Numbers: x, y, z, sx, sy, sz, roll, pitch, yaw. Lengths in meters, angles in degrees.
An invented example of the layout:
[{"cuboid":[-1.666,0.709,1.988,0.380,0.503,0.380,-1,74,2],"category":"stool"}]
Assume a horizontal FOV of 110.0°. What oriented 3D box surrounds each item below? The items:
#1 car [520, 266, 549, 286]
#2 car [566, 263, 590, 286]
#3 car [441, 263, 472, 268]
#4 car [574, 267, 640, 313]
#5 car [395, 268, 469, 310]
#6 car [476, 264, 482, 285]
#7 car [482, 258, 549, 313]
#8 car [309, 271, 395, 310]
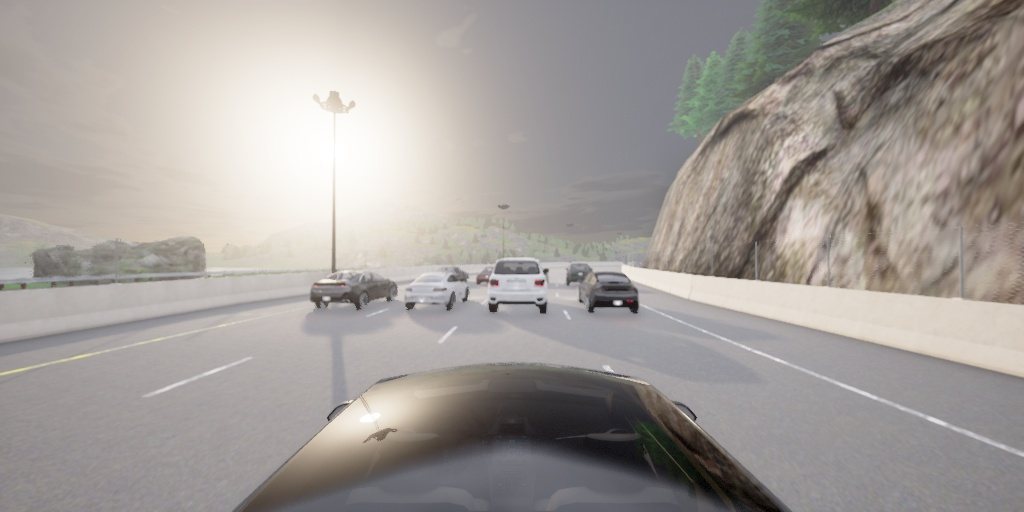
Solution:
[{"cuboid":[1.899,1.581,28.974,1.994,1.385,4.181,0,-1,9],"category":"car"},{"cuboid":[5.325,1.363,28.259,2.097,1.767,4.553,0,-1,9],"category":"car"},{"cuboid":[-5.076,1.565,29.731,2.033,1.411,5.357,0,-1,9],"category":"car"},{"cuboid":[3.854,1.389,14.865,1.837,1.490,4.892,0,0,4],"category":"car"},{"cuboid":[-3.123,1.406,15.409,1.812,1.442,4.674,0,0,4],"category":"car"},{"cuboid":[-1.568,1.583,29.466,1.994,1.385,4.181,0,-1,9],"category":"car"},{"cuboid":[0.334,1.095,14.821,2.150,2.045,5.566,0,0,4],"category":"car"},{"cuboid":[-6.623,1.371,15.561,2.128,1.511,4.902,0,0,4],"category":"car"}]
